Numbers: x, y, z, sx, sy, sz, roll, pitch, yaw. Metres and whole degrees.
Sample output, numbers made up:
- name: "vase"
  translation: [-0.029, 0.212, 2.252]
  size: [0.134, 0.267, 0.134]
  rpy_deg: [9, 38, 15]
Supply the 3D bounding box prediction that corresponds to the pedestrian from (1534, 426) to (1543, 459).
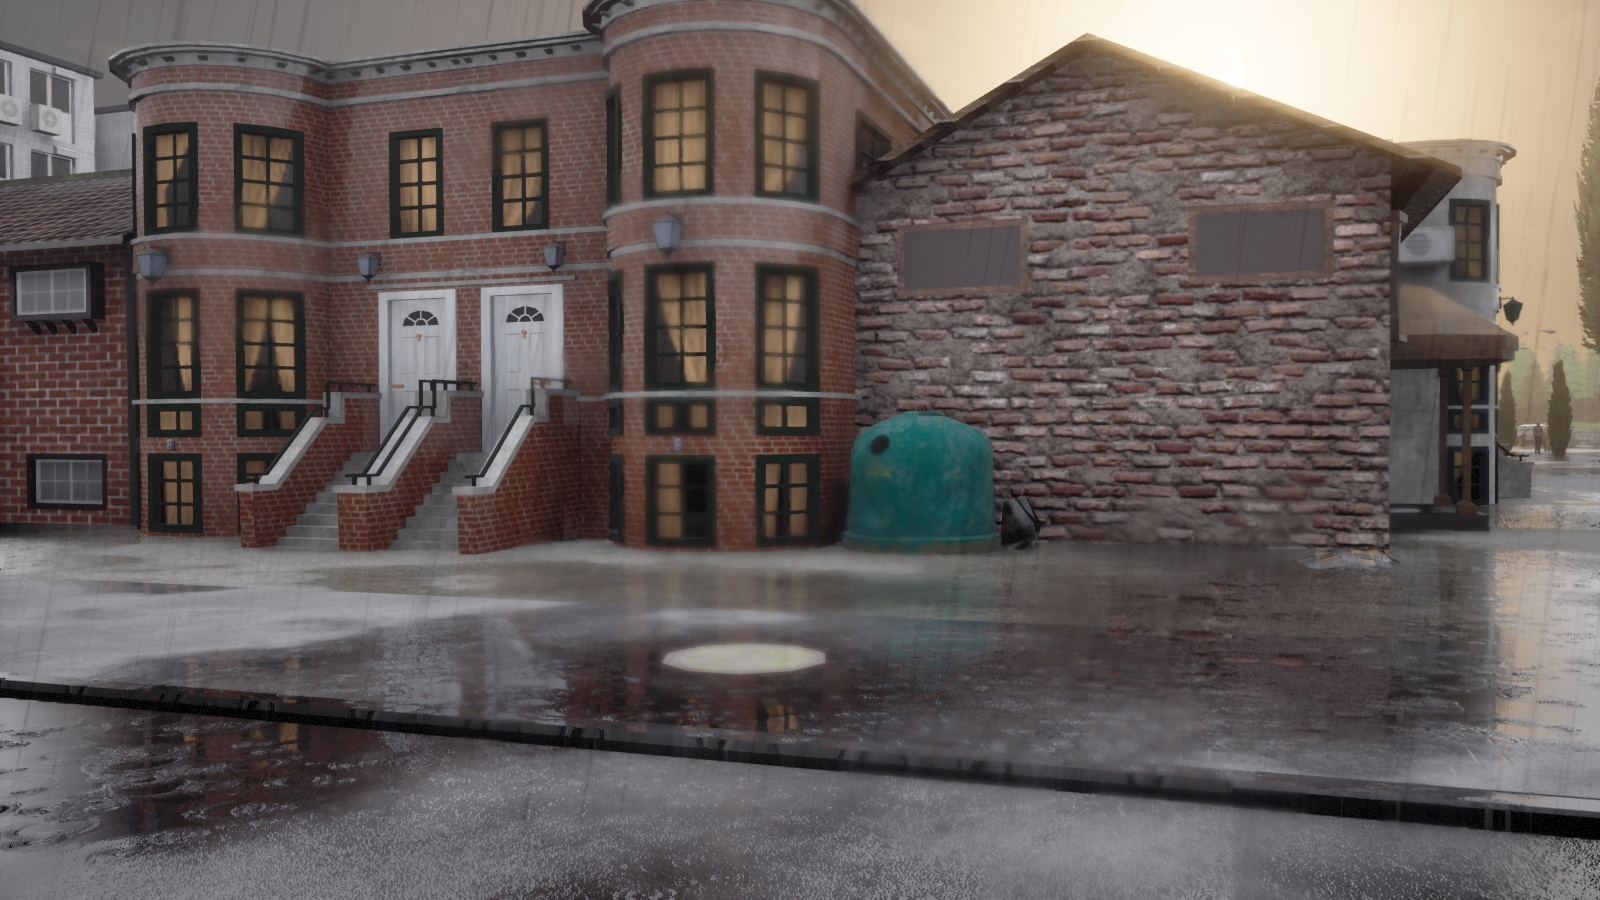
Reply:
- name: "pedestrian"
  translation: [40.826, -0.422, 69.421]
  size: [0.331, 1.846, 0.634]
  rpy_deg: [1, 1, 21]
